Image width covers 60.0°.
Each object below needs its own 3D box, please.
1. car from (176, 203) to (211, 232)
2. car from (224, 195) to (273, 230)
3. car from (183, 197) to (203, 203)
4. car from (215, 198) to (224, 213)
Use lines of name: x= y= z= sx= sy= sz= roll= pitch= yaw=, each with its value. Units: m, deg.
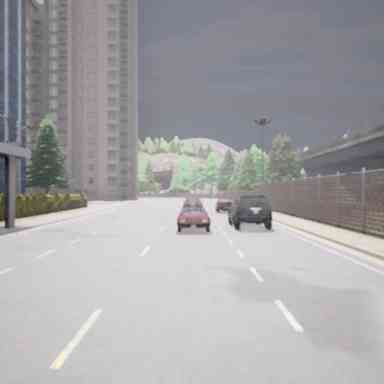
car: x=0.093 y=1.565 z=19.975 sx=1.895 sy=1.301 sz=4.718 roll=0 pitch=0 yaw=0
car: x=3.566 y=1.185 z=21.164 sx=2.150 sy=2.045 sz=5.566 roll=0 pitch=0 yaw=0
car: x=0.085 y=1.289 z=35.545 sx=2.097 sy=1.767 sz=4.553 roll=0 pitch=0 yaw=0
car: x=3.577 y=1.412 z=36.833 sx=1.882 sy=1.535 sz=5.008 roll=0 pitch=0 yaw=1
